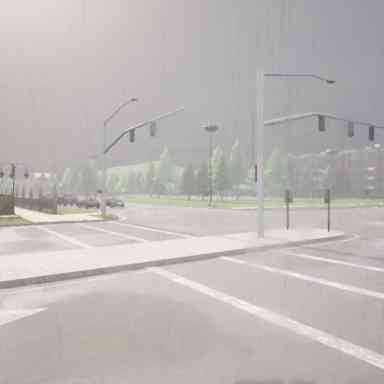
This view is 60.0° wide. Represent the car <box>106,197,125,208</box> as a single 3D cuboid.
[{"bbox_3d":[-11.342,1.491,47.647,2.128,1.511,4.902,0,0,-36],"label":"car"}]

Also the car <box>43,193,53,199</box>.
[{"bbox_3d":[-27.289,1.221,63.799,2.150,2.045,5.566,0,0,-36],"label":"car"}]

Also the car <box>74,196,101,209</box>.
[{"bbox_3d":[-14.149,1.601,45.552,1.895,1.301,4.718,0,0,-36],"label":"car"}]

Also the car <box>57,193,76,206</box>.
[{"bbox_3d":[-19.857,1.221,53.428,2.150,2.045,5.566,0,0,-36],"label":"car"}]

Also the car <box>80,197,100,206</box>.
[{"bbox_3d":[-17.101,1.564,55.592,1.994,1.385,4.181,0,0,-36],"label":"car"}]
